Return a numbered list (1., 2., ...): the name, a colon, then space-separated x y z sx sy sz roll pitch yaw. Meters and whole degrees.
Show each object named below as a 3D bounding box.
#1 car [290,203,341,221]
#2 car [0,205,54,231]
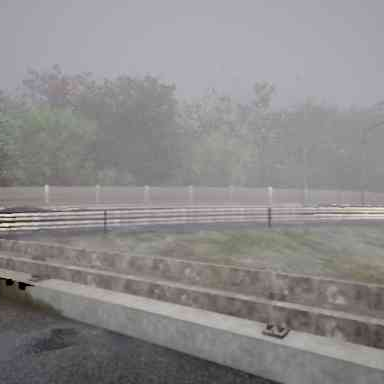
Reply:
1. car: 10.965 1.686 29.429 4.674 1.442 1.812 2 -1 -19
2. car: -11.632 1.655 21.602 4.892 1.490 1.837 -1 0 -19
